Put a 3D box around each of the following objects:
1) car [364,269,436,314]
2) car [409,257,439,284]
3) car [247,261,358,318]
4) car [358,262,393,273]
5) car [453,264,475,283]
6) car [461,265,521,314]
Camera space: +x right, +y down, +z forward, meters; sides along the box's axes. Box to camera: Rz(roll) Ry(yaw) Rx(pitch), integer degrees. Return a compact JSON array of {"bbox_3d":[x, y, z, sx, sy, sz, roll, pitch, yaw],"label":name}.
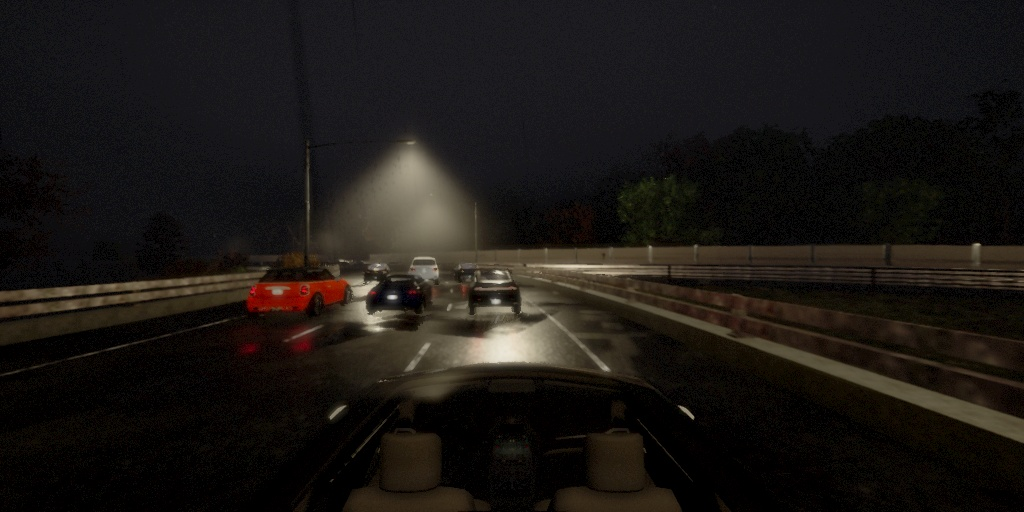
[{"bbox_3d":[-4.321,1.391,14.244,1.994,1.385,4.181,0,0,-7],"label":"car"},{"bbox_3d":[-6.955,1.127,28.411,2.150,2.045,5.566,0,0,-14],"label":"car"},{"bbox_3d":[-7.786,1.194,13.662,2.097,1.767,4.553,0,0,-7],"label":"car"},{"bbox_3d":[-10.724,1.417,28.907,2.128,1.511,4.902,0,0,-15],"label":"car"},{"bbox_3d":[-3.832,1.387,30.202,2.128,1.511,4.902,0,0,-15],"label":"car"},{"bbox_3d":[-0.795,1.301,14.188,2.128,1.511,4.902,0,0,-7],"label":"car"}]
